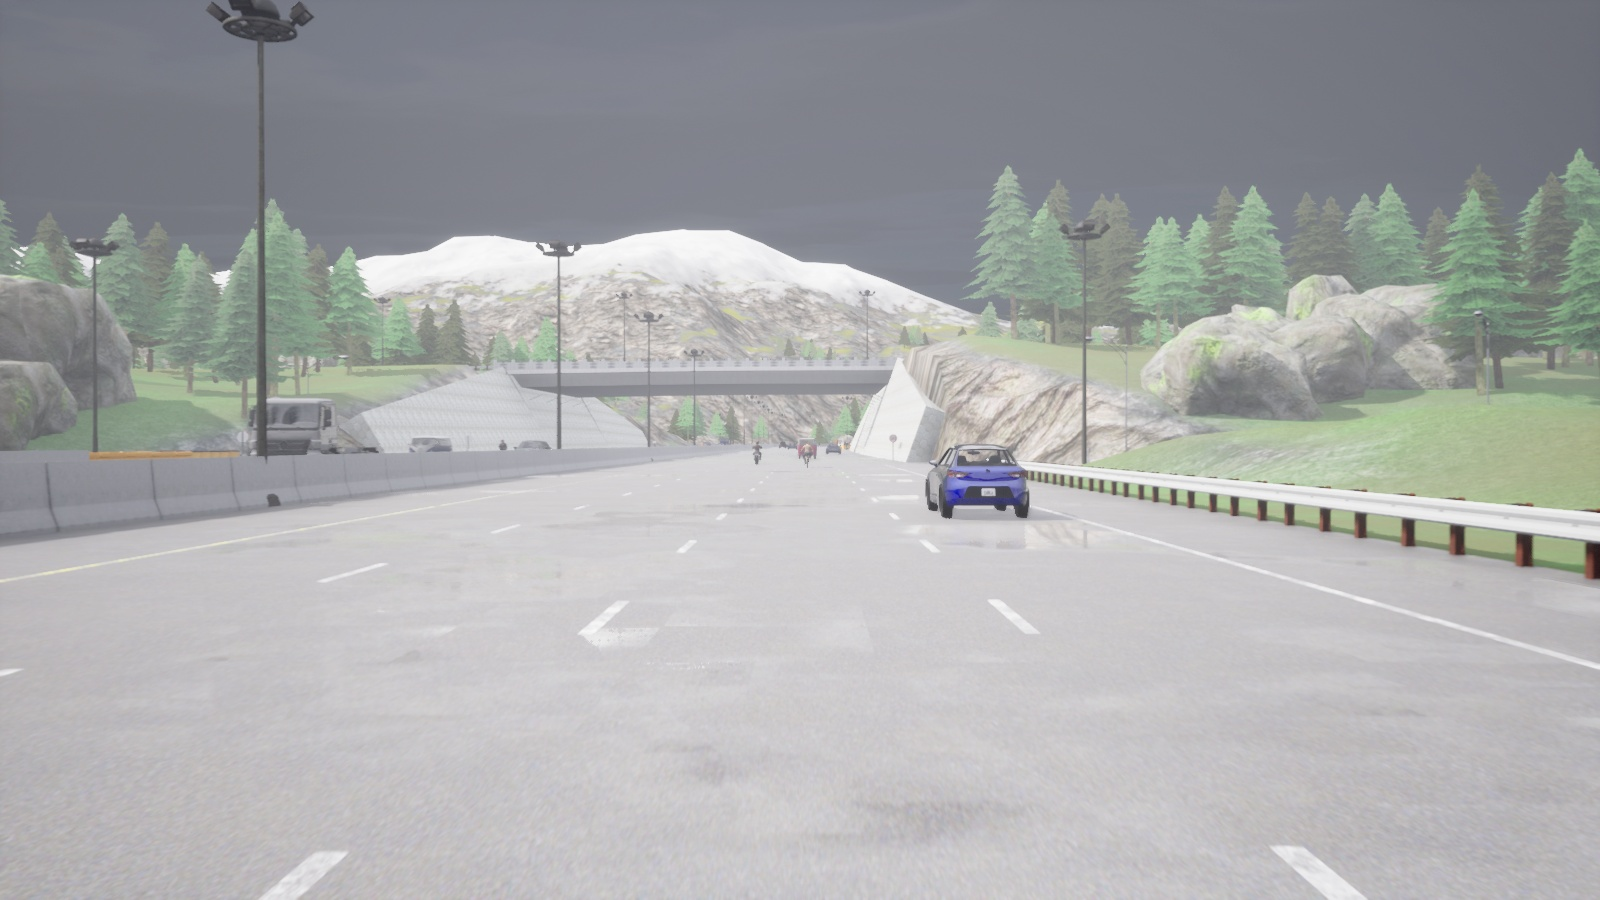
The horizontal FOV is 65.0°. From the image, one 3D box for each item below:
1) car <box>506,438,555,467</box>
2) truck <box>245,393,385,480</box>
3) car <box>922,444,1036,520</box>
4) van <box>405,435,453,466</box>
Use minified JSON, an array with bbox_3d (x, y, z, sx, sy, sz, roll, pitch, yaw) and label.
[{"bbox_3d":[-17.033,0.141,79.562,2.097,1.767,4.553,0,0,0],"label":"car"},{"bbox_3d":[-20.677,-0.558,54.097,2.891,3.462,7.936,0,0,0],"label":"truck"},{"bbox_3d":[3.665,0.614,26.406,1.816,1.474,4.193,0,0,0],"label":"car"},{"bbox_3d":[-24.022,0.019,81.500,1.775,1.987,4.442,0,0,0],"label":"van"}]
